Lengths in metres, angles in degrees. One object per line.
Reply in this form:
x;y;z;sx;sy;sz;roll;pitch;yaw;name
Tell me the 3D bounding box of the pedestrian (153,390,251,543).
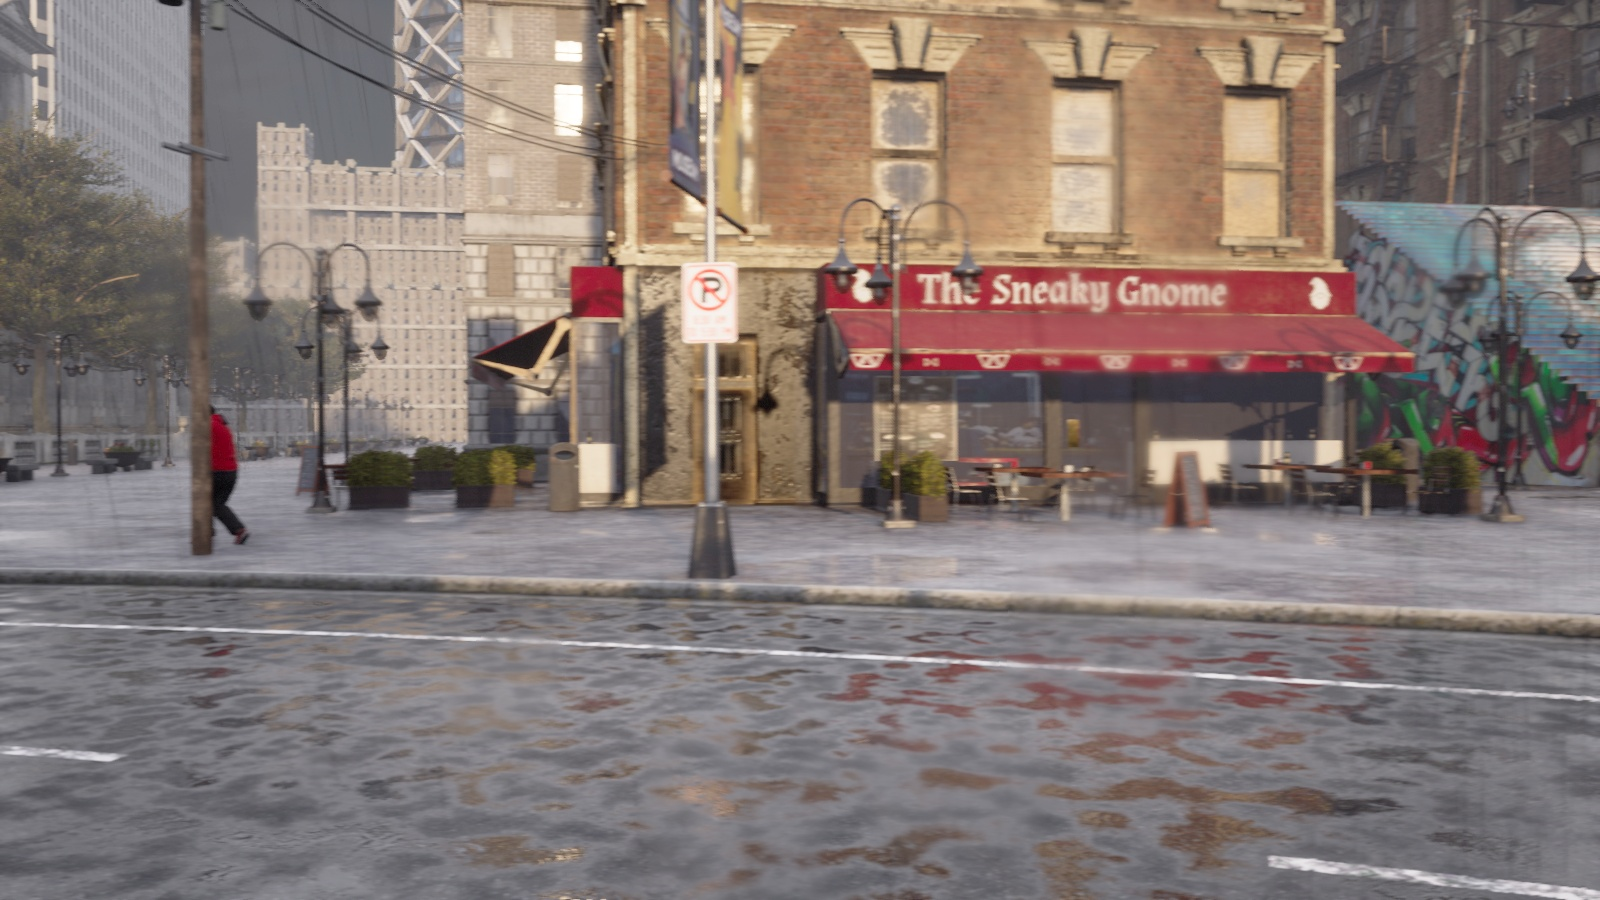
-7.343;0.198;15.447;0.899;1.844;0.634;0;1;0;pedestrian
